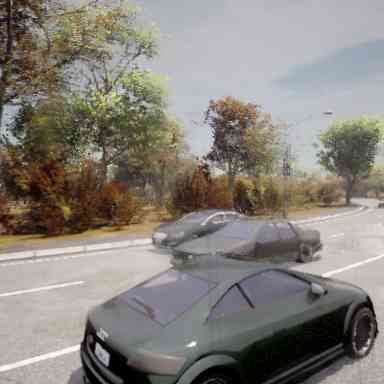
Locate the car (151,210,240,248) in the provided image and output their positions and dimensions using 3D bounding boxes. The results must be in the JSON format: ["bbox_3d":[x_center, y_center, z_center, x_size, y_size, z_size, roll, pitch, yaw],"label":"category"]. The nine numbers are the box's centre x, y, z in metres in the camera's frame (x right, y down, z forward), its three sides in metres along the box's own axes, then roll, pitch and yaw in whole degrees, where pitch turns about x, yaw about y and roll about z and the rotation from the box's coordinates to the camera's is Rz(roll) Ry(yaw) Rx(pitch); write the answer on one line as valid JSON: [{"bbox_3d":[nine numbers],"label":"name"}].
[{"bbox_3d":[0.638,1.501,13.655,4.902,1.511,2.128,0,0,-41],"label":"car"}]

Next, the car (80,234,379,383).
[{"bbox_3d":[0.712,1.567,4.499,4.181,1.385,1.994,0,0,-37],"label":"car"}]

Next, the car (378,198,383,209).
[{"bbox_3d":[25.960,1.510,44.380,1.895,1.301,4.718,0,0,30],"label":"car"}]

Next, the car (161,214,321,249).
[{"bbox_3d":[1.938,1.550,10.106,5.357,1.411,2.033,0,0,-40],"label":"car"}]
